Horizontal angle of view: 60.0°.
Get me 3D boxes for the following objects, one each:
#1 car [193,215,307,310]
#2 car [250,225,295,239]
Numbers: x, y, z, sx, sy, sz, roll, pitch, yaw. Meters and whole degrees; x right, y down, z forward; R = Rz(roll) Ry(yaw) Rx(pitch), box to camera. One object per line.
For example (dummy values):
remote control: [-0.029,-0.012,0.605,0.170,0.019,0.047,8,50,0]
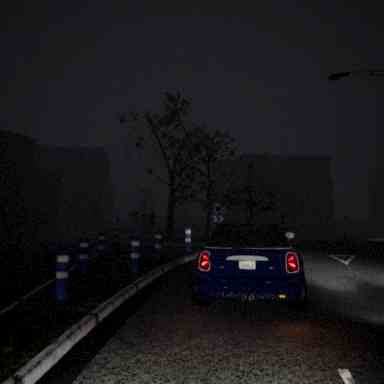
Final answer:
car: [1.403,1.385,8.060,2.097,1.767,4.553,-1,-2,11]
car: [9.069,4.574,37.916,1.837,1.490,4.892,7,-9,-37]
